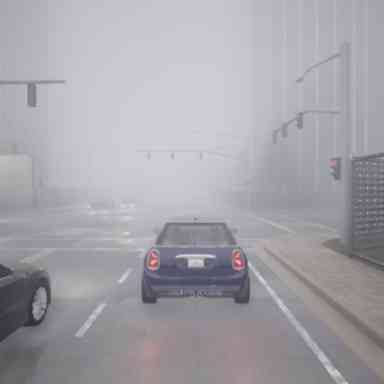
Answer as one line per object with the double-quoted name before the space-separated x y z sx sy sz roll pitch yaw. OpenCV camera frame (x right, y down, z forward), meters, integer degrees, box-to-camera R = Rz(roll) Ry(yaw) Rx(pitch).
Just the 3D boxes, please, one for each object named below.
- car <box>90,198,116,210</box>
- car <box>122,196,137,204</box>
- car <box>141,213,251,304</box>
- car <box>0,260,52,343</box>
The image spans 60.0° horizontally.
"car" -10.641 1.384 40.068 1.895 1.301 4.718 0 0 2
"car" -10.549 1.297 56.186 1.895 1.301 4.718 0 0 1
"car" 0.080 1.307 8.223 2.097 1.767 4.553 0 0 0
"car" -3.438 1.482 4.092 1.837 1.490 4.892 0 0 0
